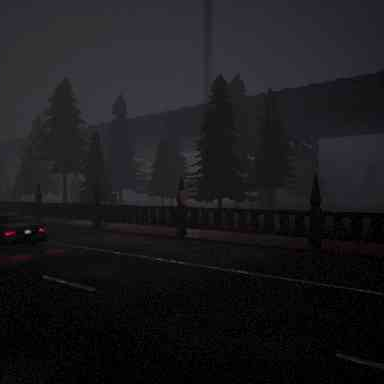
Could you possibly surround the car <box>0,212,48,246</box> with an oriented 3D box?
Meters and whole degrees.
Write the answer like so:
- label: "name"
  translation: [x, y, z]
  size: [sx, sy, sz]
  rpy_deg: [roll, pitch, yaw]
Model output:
- label: "car"
  translation: [-8.269, 1.563, 14.066]
  size: [5.357, 1.411, 2.033]
  rpy_deg: [0, 0, 36]
